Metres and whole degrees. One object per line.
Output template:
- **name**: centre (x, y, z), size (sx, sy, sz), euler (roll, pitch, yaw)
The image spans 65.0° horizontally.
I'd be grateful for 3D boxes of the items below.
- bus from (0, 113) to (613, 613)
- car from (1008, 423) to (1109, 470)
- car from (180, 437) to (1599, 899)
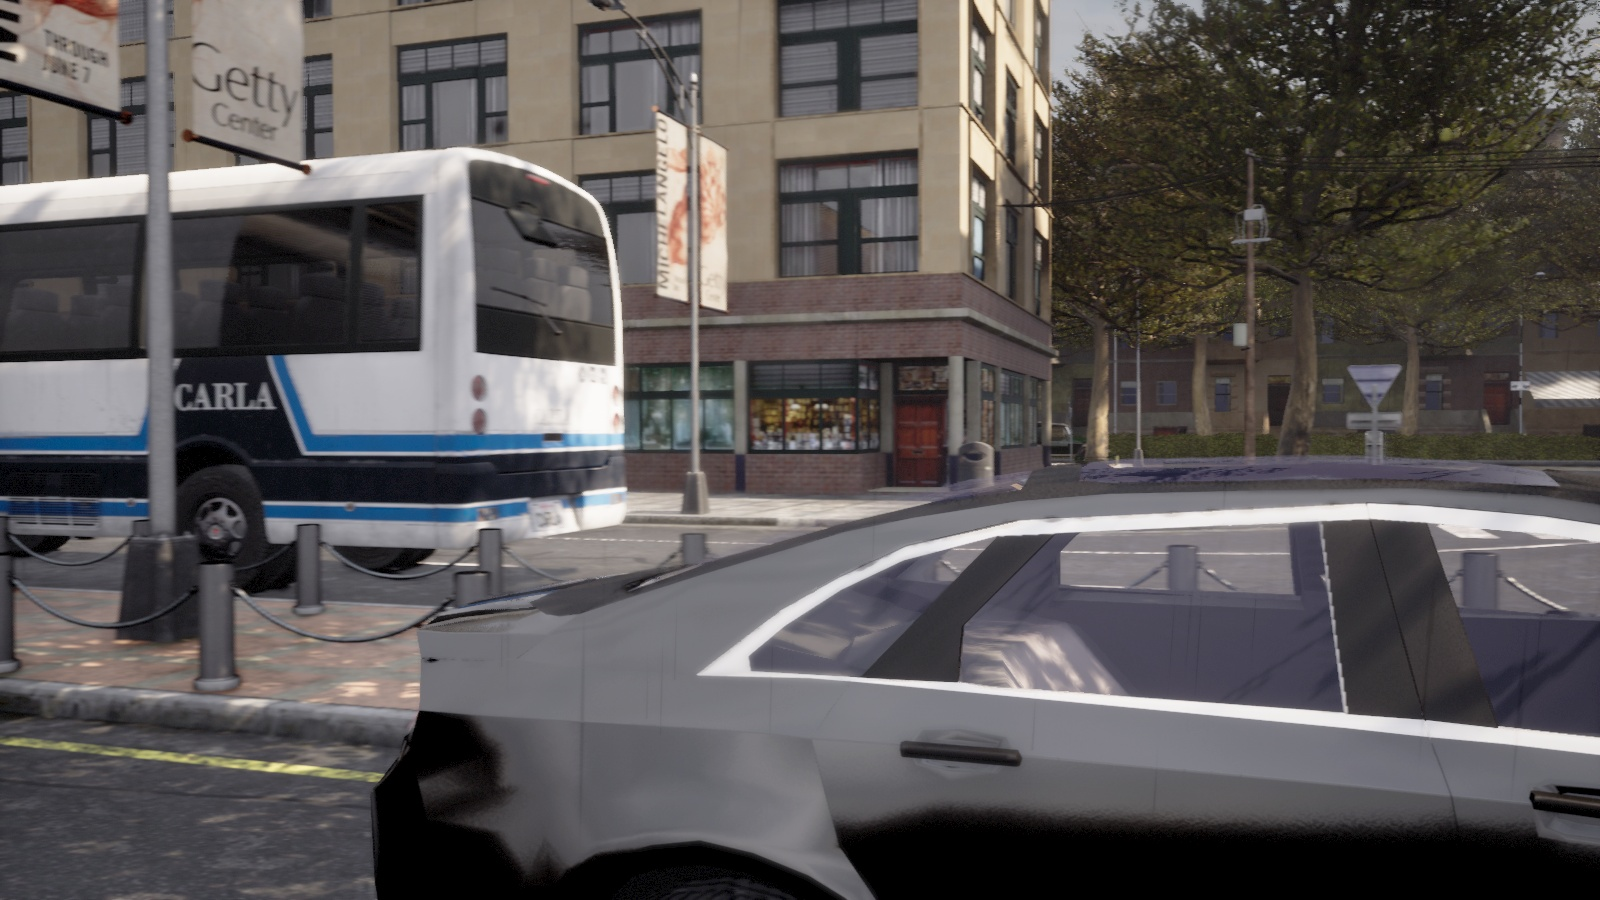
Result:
- **bus**: centre (-7.642, -0.806, 14.185), size (10.273, 4.253, 3.944), euler (1, 1, 19)
- **car**: centre (10.686, -0.167, 51.790), size (3.866, 1.878, 1.905), euler (1, 1, 19)
- **car**: centre (1.441, 0.745, 2.708), size (4.902, 1.511, 2.128), euler (1, 1, 19)
